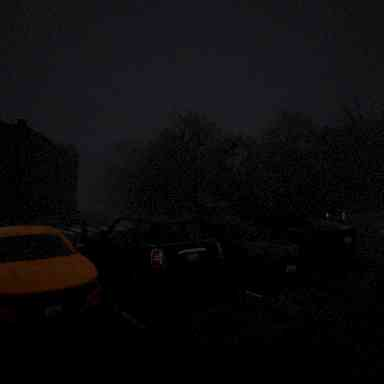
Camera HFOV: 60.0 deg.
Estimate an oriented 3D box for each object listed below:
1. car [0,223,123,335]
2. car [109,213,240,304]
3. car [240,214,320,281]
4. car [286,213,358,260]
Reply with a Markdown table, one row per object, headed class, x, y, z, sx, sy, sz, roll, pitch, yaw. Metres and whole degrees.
| class | x | y | z | sx | sy | sz | roll | pitch | yaw |
| --- | --- | --- | --- | --- | --- | --- | --- | --- | --- |
| car | -3.495 | 1.482 | 6.960 | 2.097 | 1.535 | 5.008 | 0 | 0 | -35 |
| car | -1.211 | 1.350 | 8.543 | 2.185 | 1.767 | 4.553 | 0 | 0 | -35 |
| car | 1.057 | 1.493 | 10.162 | 2.163 | 1.488 | 4.792 | 0 | 0 | -35 |
| car | 3.290 | 1.480 | 11.826 | 2.163 | 1.488 | 4.792 | 0 | 0 | -35 |
